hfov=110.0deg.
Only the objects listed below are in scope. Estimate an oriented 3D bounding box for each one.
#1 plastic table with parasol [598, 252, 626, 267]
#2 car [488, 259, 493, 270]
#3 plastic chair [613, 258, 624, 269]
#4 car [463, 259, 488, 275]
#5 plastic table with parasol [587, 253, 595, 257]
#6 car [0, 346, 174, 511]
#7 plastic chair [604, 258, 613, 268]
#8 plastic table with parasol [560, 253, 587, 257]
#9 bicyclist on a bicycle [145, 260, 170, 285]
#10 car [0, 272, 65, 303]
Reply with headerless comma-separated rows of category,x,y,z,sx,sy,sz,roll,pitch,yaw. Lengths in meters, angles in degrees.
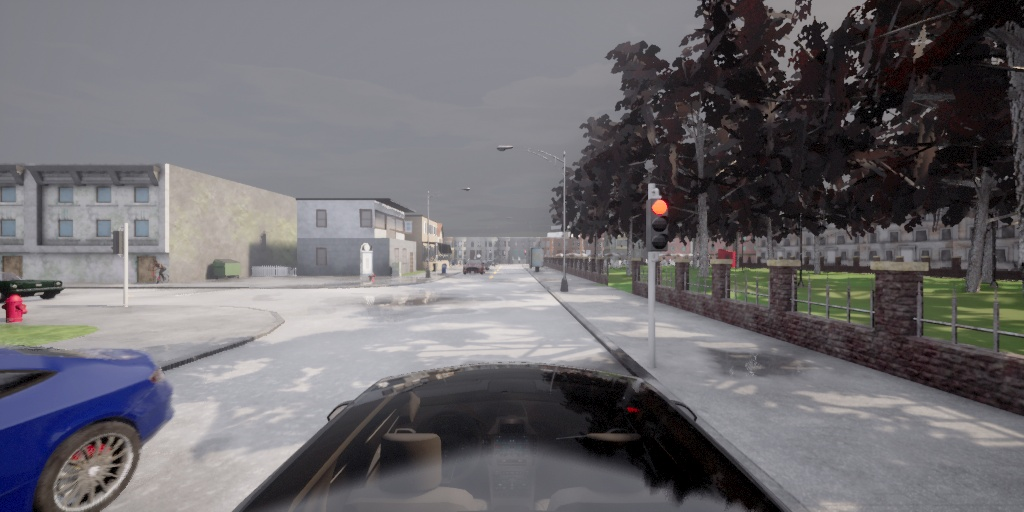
plastic table with parasol,15.279,0.694,55.030,2.482,2.480,2.482,0,0,-40
car,-4.107,1.297,49.904,2.033,1.411,5.357,0,0,0
plastic chair,16.012,1.296,54.032,0.750,1.272,0.730,0,0,-40
car,-4.108,1.102,39.537,2.097,1.767,4.553,0,0,0
plastic table with parasol,14.655,0.672,63.244,2.482,2.480,2.482,0,0,-42
car,-4.099,1.276,1.478,1.812,1.442,4.674,0,0,0
plastic chair,14.306,1.306,54.128,0.730,1.272,0.750,0,0,-35
plastic table with parasol,9.959,0.684,57.767,2.482,2.480,2.482,0,0,-40
bicyclist on a bicycle,-23.866,1.098,24.154,0.582,1.620,1.656,0,0,0
car,-22.990,1.351,15.756,4.718,1.301,1.895,0,0,0
